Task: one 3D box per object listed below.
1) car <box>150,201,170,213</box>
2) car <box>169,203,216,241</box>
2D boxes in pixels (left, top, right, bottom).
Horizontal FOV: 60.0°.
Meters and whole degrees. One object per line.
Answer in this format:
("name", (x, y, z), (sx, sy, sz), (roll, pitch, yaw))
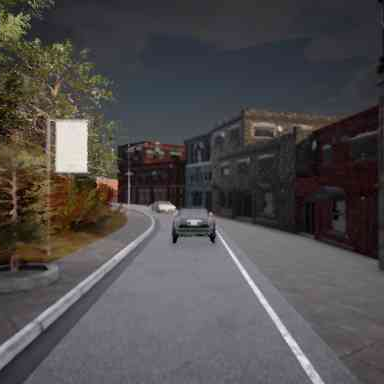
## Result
("car", (-3.511, 1.689, 38.563), (1.895, 1.301, 4.718), (0, 1, -19))
("car", (0.040, 1.503, 17.618), (2.097, 1.767, 4.553), (0, -1, -1))
